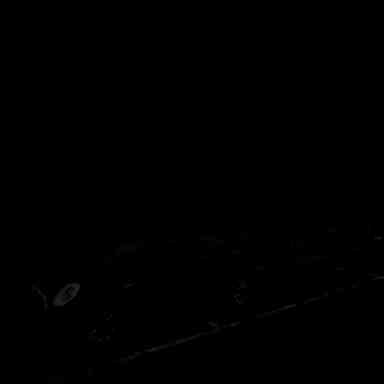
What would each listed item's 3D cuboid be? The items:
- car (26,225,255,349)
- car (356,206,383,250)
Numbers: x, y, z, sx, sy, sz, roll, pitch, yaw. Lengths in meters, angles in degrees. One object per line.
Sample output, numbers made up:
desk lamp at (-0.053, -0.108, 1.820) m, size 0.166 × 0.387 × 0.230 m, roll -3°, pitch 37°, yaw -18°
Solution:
car at (-0.811, 1.427, 6.189) m, size 4.097 × 1.590 × 1.967 m, roll 0°, pitch 0°, yaw -36°
car at (8.371, 1.248, 12.740) m, size 5.009 × 1.841 × 2.192 m, roll 0°, pitch 0°, yaw -36°
